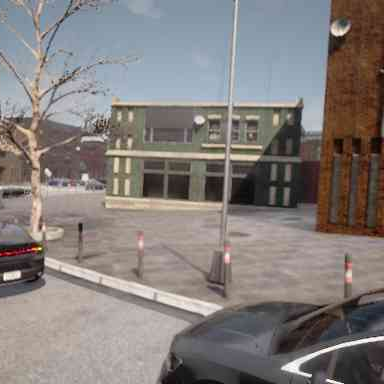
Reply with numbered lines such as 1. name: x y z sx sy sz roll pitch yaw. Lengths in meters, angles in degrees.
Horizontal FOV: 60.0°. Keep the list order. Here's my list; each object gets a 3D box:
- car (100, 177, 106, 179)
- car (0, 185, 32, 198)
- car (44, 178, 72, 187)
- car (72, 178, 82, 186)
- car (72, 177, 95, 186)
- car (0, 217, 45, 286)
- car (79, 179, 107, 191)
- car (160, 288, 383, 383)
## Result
1. car: -23.098 -2.241 76.253 4.892 1.521 2.231 4 3 20
2. car: -19.134 -0.064 35.512 1.895 1.301 4.718 3 2 6
3. car: -26.909 -2.059 65.895 4.553 1.767 2.185 4 3 20
4. car: -25.986 -2.009 68.501 5.008 1.535 2.097 4 3 20
5. car: -24.021 -2.286 73.647 4.553 1.767 2.185 4 3 20
6. car: -5.421 1.337 8.113 4.892 1.490 1.837 2 1 39
7. car: -16.704 -1.029 57.799 2.128 1.511 4.902 4 3 20
8. car: 1.942 1.503 2.430 4.892 1.490 1.837 -1 0 36
